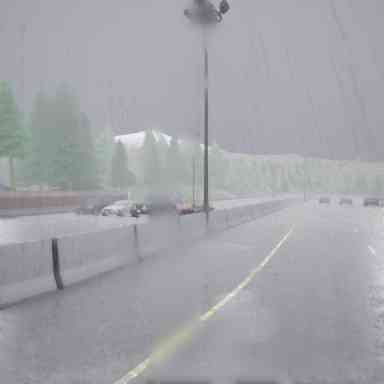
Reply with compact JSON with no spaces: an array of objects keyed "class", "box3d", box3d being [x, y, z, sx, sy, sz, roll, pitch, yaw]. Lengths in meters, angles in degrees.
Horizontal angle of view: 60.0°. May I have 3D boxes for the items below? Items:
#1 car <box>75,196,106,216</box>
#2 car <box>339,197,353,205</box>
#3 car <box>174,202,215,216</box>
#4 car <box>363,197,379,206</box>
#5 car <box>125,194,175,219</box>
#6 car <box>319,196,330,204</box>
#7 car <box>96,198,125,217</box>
[{"class":"car","box3d":[-9.480,1.350,33.096,2.097,1.767,4.553,0,0,22]},{"class":"car","box3d":[27.228,1.526,58.862,1.812,1.442,4.674,0,0,22]},{"class":"car","box3d":[0.439,1.656,29.613,1.895,1.301,4.718,0,0,22]},{"class":"car","box3d":[29.140,1.491,54.195,2.128,1.511,4.902,0,0,22]},{"class":"car","box3d":[-3.315,1.227,29.675,2.150,2.045,5.566,0,0,22]},{"class":"car","box3d":[25.381,1.492,63.669,2.128,1.511,4.902,0,0,22]},{"class":"car","box3d":[-6.527,1.526,31.069,1.812,1.442,4.674,0,0,22]}]
